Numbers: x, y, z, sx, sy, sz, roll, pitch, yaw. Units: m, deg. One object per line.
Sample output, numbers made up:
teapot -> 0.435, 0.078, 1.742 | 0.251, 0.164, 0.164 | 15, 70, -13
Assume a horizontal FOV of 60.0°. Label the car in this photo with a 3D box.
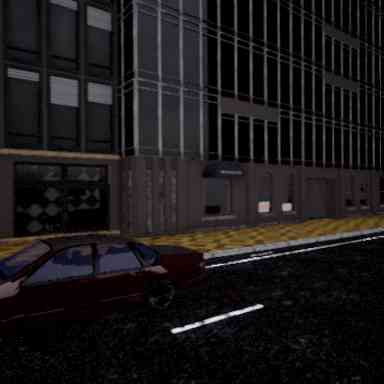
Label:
car -> -2.160, 1.546, 6.148 | 5.357, 1.411, 2.033 | 0, 0, -36
